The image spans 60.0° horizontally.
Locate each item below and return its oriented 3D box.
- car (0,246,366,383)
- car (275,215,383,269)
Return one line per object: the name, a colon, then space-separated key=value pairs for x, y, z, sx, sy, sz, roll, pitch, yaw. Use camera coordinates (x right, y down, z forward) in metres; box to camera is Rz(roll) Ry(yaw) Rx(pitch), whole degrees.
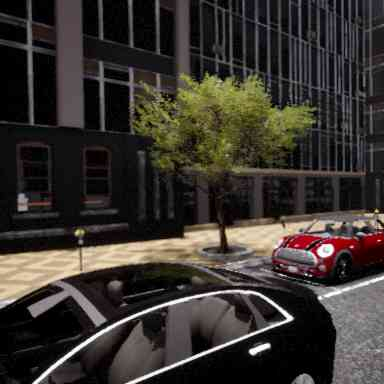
car: x=-0.695 y=1.504 z=2.875 sx=4.892 sy=1.490 sz=1.837 roll=0 pitch=0 yaw=-36
car: x=4.162 y=1.423 z=9.558 sx=4.097 sy=1.590 sz=1.967 roll=0 pitch=-1 yaw=-35
